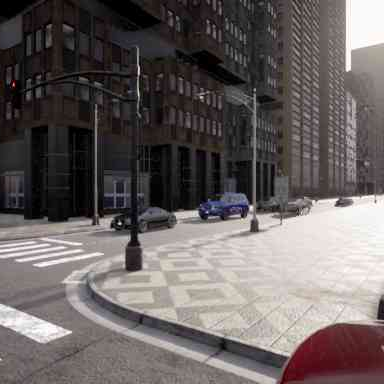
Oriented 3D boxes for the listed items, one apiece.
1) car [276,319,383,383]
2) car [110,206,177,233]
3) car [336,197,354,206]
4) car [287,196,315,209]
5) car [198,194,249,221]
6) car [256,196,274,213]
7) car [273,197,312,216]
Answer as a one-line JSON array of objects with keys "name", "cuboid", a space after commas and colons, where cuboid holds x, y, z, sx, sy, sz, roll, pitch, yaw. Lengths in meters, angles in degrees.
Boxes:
[{"name": "car", "cuboid": [2.680, 1.315, 1.049, 5.009, 1.841, 2.192, 0, 0, 35]}, {"name": "car", "cuboid": [-2.749, 1.525, 19.546, 1.994, 1.385, 4.181, 0, 0, 35]}, {"name": "car", "cuboid": [23.637, 1.436, 51.359, 1.994, 1.385, 4.181, 0, 0, 35]}, {"name": "car", "cuboid": [14.352, 1.386, 43.676, 2.128, 1.511, 4.902, 0, 0, 35]}, {"name": "car", "cuboid": [2.735, 1.161, 27.312, 2.150, 2.045, 5.566, 0, 0, 35]}, {"name": "car", "cuboid": [8.370, 1.270, 35.269, 2.097, 1.767, 4.553, 0, 0, 35]}, {"name": "car", "cuboid": [9.955, 1.420, 31.984, 2.128, 1.511, 4.902, 0, 0, 35]}]
